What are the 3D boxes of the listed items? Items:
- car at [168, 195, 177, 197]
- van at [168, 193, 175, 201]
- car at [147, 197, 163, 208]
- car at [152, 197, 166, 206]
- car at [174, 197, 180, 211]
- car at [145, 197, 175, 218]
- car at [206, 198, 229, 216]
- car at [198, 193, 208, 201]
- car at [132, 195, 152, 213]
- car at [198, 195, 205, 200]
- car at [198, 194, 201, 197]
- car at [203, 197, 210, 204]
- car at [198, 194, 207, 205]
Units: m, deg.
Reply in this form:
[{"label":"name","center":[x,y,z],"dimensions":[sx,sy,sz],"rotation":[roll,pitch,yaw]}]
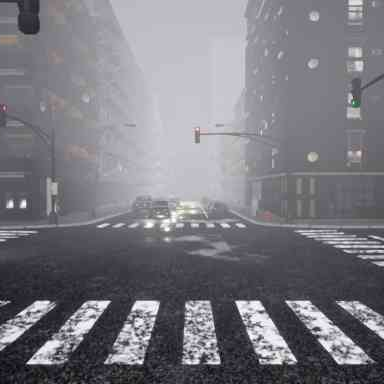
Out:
[{"label":"car","center":[-2.759,1.529,50.971],"dimensions":[2.033,1.411,5.357],"rotation":[0,0,1]},{"label":"van","center":[-5.302,1.302,86.922],"dimensions":[1.690,1.788,3.998],"rotation":[-1,0,0]},{"label":"car","center":[-5.312,1.508,47.992],"dimensions":[1.752,1.417,4.829],"rotation":[-1,0,0]},{"label":"car","center":[-5.309,1.562,53.700],"dimensions":[1.802,1.307,4.206],"rotation":[-1,0,0]},{"label":"car","center":[-2.826,1.587,40.321],"dimensions":[1.895,1.301,4.718],"rotation":[0,0,0]},{"label":"car","center":[-2.833,1.495,30.220],"dimensions":[1.837,1.490,4.892],"rotation":[0,0,0]},{"label":"car","center":[2.564,1.572,31.487],"dimensions":[1.802,1.307,4.206],"rotation":[-1,0,0]},{"label":"car","center":[2.576,1.280,81.340],"dimensions":[2.192,1.841,5.009],"rotation":[-1,0,0]},{"label":"car","center":[-5.318,1.302,37.088],"dimensions":[2.192,1.841,5.009],"rotation":[-1,0,0]},{"label":"car","center":[2.583,1.538,92.418],"dimensions":[1.802,1.307,4.206],"rotation":[-1,0,0]},{"label":"car","center":[2.578,1.550,75.800],"dimensions":[1.802,1.307,4.206],"rotation":[-1,0,0]},{"label":"car","center":[2.566,1.538,37.026],"dimensions":[2.008,1.369,4.403],"rotation":[-1,0,0]},{"label":"car","center":[2.572,1.522,59.183],"dimensions":[1.887,1.381,4.507],"rotation":[-1,0,0]}]
